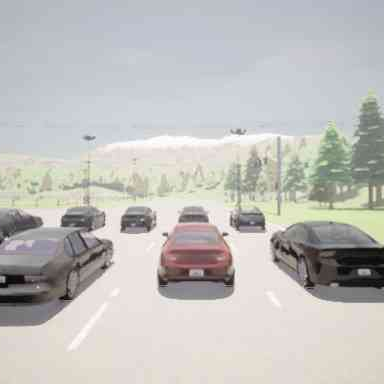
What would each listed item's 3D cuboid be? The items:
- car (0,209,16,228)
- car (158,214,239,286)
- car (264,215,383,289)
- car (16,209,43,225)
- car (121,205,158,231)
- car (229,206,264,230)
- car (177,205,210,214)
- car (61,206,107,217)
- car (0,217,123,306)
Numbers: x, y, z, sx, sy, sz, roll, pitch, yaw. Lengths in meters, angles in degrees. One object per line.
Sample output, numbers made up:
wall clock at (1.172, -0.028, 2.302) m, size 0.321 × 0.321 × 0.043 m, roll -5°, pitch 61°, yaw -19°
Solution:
car at (-6.903, 1.274, 8.044) m, size 2.150 × 2.045 × 5.566 m, roll 0°, pitch -1°, yaw 0°
car at (0.099, 1.588, 9.446) m, size 1.812 × 1.442 × 4.674 m, roll 0°, pitch 0°, yaw 0°
car at (3.599, 1.540, 9.418) m, size 1.882 × 1.535 × 5.008 m, roll 0°, pitch 0°, yaw 0°
car at (-10.402, 1.671, 18.866) m, size 2.033 × 1.411 × 5.357 m, roll 0°, pitch 0°, yaw 0°
car at (-3.404, 1.649, 21.774) m, size 1.837 × 1.490 × 4.892 m, roll 0°, pitch 0°, yaw 0°
car at (3.597, 1.638, 22.102) m, size 2.128 × 1.511 × 4.902 m, roll 0°, pitch 0°, yaw 0°
car at (0.098, 1.649, 21.804) m, size 1.837 × 1.490 × 4.892 m, roll 0°, pitch 0°, yaw 0°
car at (-6.902, 1.648, 21.613) m, size 1.837 × 1.490 × 4.892 m, roll 0°, pitch 0°, yaw 0°
car at (-3.406, 1.603, 8.359) m, size 2.033 × 1.411 × 5.357 m, roll 0°, pitch 0°, yaw 0°
